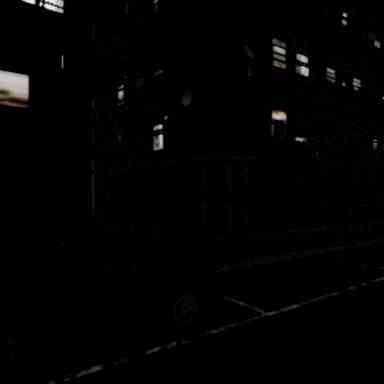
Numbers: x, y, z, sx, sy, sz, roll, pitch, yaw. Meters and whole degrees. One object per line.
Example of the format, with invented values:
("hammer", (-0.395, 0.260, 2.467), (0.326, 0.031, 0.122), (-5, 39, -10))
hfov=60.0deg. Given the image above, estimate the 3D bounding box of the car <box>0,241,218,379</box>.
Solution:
("car", (-1.628, 1.545, 5.396), (4.507, 1.381, 1.887), (0, 0, -35))
